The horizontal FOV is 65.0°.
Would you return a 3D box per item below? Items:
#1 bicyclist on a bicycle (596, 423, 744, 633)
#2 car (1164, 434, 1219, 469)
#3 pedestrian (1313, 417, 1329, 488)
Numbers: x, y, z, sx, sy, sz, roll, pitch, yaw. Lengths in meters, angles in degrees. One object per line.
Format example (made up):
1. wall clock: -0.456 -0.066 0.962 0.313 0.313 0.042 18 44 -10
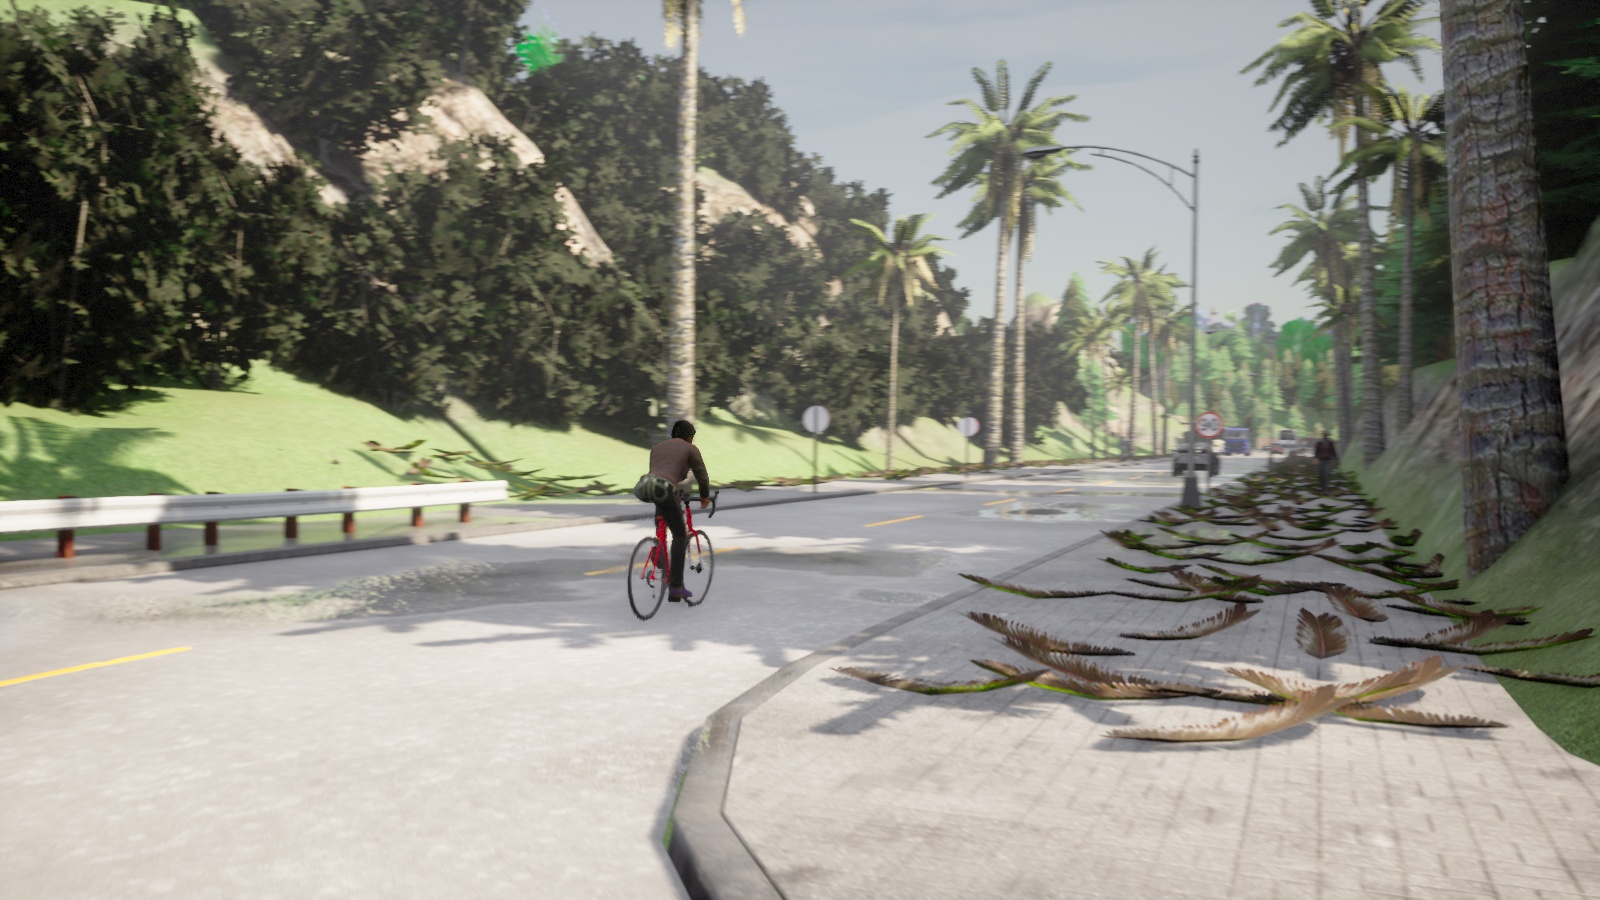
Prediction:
1. bicyclist on a bicycle: -1.050 0.594 10.535 0.582 1.620 1.656 0 0 19
2. car: 17.785 0.056 56.970 2.007 1.525 4.514 0 1 22
3. pedestrian: 13.777 0.058 33.224 0.376 1.854 0.720 0 1 22
